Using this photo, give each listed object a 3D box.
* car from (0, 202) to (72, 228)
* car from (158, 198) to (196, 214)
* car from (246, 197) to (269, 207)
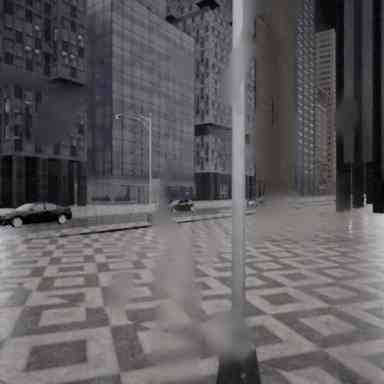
[{"bbox_3d":[-10.515,1.452,22.270,1.882,1.535,5.008,0,0,36],"label":"car"},{"bbox_3d":[-1.514,1.458,34.590,1.837,1.490,4.892,0,0,36],"label":"car"},{"bbox_3d":[9.886,1.444,50.039,2.128,1.511,4.902,0,0,36],"label":"car"}]
